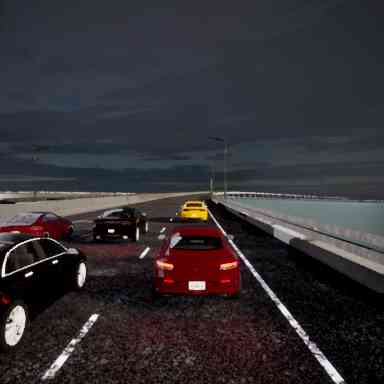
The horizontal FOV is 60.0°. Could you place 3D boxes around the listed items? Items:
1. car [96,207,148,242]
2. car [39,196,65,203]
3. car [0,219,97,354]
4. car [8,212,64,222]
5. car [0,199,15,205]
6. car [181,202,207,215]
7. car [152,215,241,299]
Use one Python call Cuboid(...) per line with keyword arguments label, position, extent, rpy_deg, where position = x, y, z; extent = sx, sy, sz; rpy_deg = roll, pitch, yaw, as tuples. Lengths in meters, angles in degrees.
Cuboid(label="car", position=(-3.377, 1.480, 16.396), extent=(1.882, 1.535, 5.008), rpy_deg=(0, 0, 0))
Cuboid(label="car", position=(-17.362, 1.354, 41.327), extent=(2.097, 1.767, 4.553), rpy_deg=(0, 0, 1))
Cuboid(label="car", position=(-3.399, 1.506, 6.093), extent=(1.837, 1.490, 4.892), rpy_deg=(0, 0, 0))
Cuboid(label="car", position=(-6.882, 1.566, 14.958), extent=(1.994, 1.385, 4.181), rpy_deg=(0, 0, 0))
Cuboid(label="car", position=(-20.941, 1.530, 36.083), extent=(1.812, 1.442, 4.674), rpy_deg=(0, 0, 1))
Cuboid(label="car", position=(0.175, 1.480, 25.890), extent=(1.882, 1.535, 5.008), rpy_deg=(0, 0, 0))
Cuboid(label="car", position=(0.102, 1.527, 8.314), extent=(1.812, 1.442, 4.674), rpy_deg=(0, 0, 0))
